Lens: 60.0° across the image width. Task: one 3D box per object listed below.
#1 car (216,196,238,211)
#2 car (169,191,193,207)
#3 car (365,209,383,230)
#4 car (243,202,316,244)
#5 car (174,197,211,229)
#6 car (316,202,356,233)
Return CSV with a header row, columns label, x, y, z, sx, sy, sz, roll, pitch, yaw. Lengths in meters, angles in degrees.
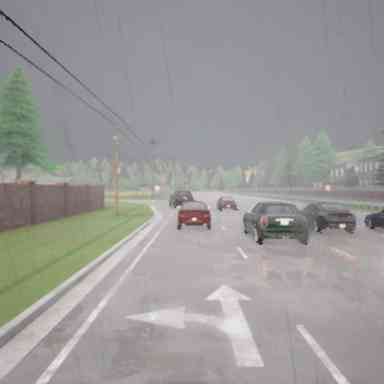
label,x,y,z,sx,sy,sz,roll,pitch,yaw
car,3.635,1.185,35.253,1.812,1.442,4.674,0,1,0
car,-1.315,0.845,38.872,2.150,2.045,5.566,0,1,-13
car,10.609,1.365,16.689,1.812,1.442,4.674,0,1,0
car,3.621,1.206,15.106,2.097,1.767,4.553,0,1,0
car,0.128,1.283,20.189,1.882,1.535,5.008,0,0,0
car,7.125,1.330,18.161,1.837,1.490,4.892,0,1,0
